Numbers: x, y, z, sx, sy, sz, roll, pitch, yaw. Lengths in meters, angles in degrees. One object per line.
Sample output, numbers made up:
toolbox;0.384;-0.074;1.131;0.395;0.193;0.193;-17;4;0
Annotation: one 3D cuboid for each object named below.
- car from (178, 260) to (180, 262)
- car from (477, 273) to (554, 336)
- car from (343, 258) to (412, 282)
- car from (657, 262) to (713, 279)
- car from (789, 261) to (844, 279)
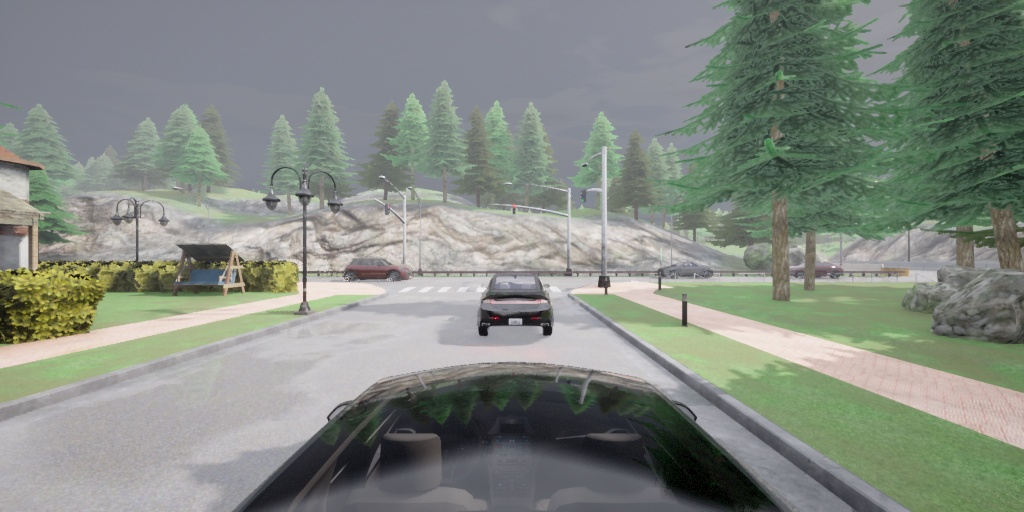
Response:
car;-23.239;1.065;25.893;5.008;1.535;1.882;0;0;0
car;0.098;1.242;10.370;2.128;1.511;4.902;0;0;1
car;-9.591;0.938;25.859;4.553;1.767;2.097;0;0;0
car;14.183;1.151;29.496;4.181;1.385;1.994;0;0;0
car;24.485;1.113;29.438;4.674;1.442;1.812;0;0;0
